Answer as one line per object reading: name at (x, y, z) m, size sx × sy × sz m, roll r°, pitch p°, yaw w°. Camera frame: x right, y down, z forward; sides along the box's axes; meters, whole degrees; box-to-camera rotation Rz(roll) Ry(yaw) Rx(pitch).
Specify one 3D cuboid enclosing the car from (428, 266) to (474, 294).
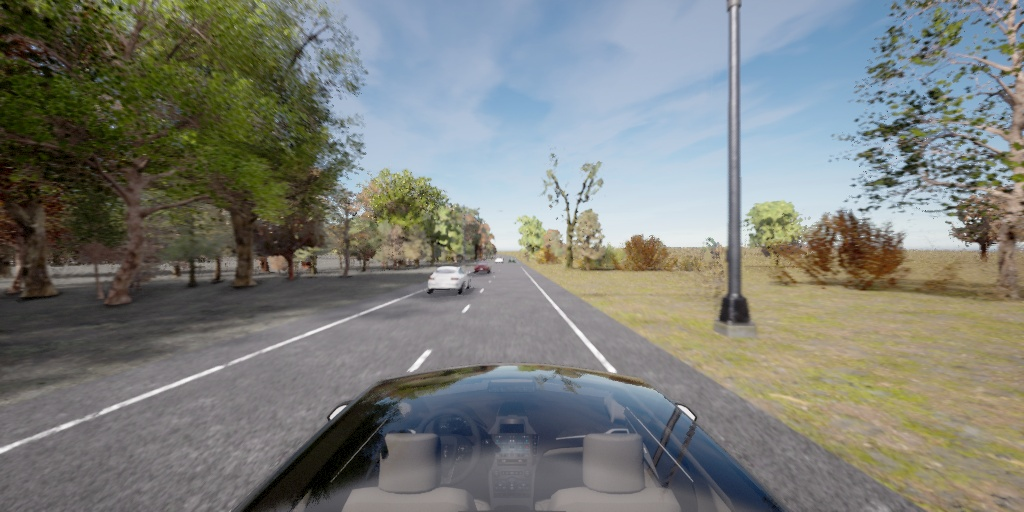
car at (-3.505, 1.301, 20.385) m, size 1.812 × 1.442 × 4.674 m, roll 0°, pitch 0°, yaw 0°

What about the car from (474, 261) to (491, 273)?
car at (-3.504, 1.328, 43.281) m, size 1.812 × 1.442 × 4.674 m, roll 0°, pitch 0°, yaw 0°
